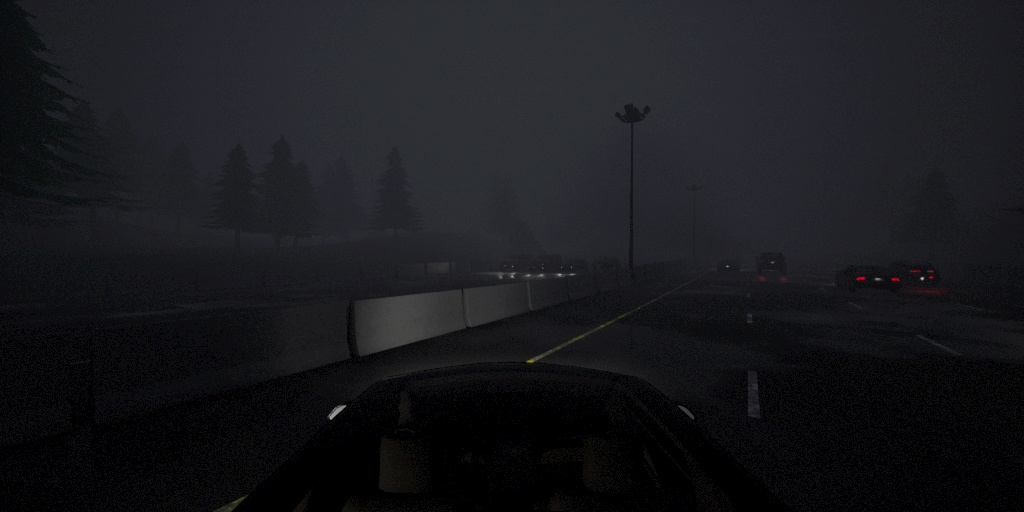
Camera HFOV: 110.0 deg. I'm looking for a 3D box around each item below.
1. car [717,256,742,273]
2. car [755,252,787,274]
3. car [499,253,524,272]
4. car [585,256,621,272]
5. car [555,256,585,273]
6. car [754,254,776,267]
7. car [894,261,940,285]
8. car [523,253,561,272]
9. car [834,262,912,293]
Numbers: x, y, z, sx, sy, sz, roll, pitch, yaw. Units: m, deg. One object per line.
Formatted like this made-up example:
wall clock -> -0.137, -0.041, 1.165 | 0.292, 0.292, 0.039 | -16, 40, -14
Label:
car -> 22.281, 0.956, 36.899 | 1.994, 1.385, 4.181 | 0, 1, 33
car -> 24.828, 0.628, 34.397 | 2.150, 2.045, 5.566 | 0, 1, 33
car -> 0.713, 0.713, 42.483 | 2.150, 2.045, 5.566 | 0, 1, 33
car -> 9.803, 0.739, 37.189 | 2.128, 1.511, 4.902 | 0, 1, 33
car -> 6.871, 1.034, 39.102 | 1.837, 1.490, 4.892 | 0, 1, 33
car -> 33.009, 0.584, 46.881 | 2.128, 1.511, 4.902 | 0, 1, 33
car -> 26.242, 1.048, 23.778 | 1.837, 1.490, 4.892 | 0, 1, 33
car -> 3.927, 0.816, 40.994 | 2.150, 2.045, 5.566 | 0, 1, 33
car -> 19.439, 1.173, 19.779 | 2.033, 1.411, 5.357 | 0, 1, 33
